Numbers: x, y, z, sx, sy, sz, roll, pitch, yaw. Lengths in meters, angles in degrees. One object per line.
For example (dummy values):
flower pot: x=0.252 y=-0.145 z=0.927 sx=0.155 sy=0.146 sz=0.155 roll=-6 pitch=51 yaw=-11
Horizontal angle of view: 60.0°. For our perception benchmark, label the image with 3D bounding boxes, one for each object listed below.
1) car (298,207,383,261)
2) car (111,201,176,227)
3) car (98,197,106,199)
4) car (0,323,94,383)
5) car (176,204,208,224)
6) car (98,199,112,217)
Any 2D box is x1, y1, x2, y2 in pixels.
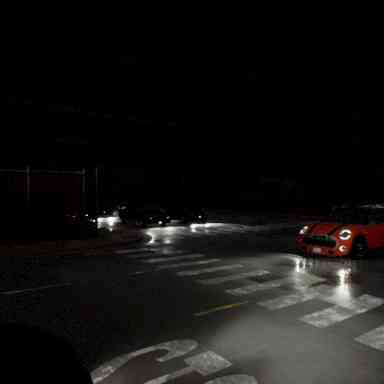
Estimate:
car: x=6.089 y=1.388 z=12.624 sx=4.553 sy=1.767 sz=2.097 roll=0 pitch=0 yaw=-35
car: x=-3.600 y=1.601 z=23.812 sx=2.033 sy=1.411 sz=5.357 roll=0 pitch=0 yaw=-35
car: x=-11.272 y=1.405 z=40.613 sx=2.097 sy=1.767 sz=4.553 roll=0 pitch=0 yaw=-36
car: x=-2.964 y=1.492 z=1.633 sx=4.902 sy=1.511 sz=2.128 roll=0 pitch=0 yaw=-35
car: x=-0.584 y=1.617 z=25.608 sx=1.994 sy=1.385 sz=4.181 roll=0 pitch=0 yaw=-35
car: x=-8.942 y=1.617 z=31.334 sx=1.994 sy=1.385 sz=4.181 roll=0 pitch=0 yaw=-35
